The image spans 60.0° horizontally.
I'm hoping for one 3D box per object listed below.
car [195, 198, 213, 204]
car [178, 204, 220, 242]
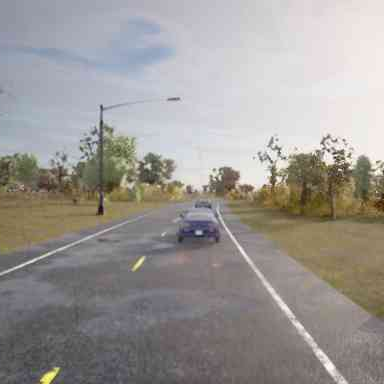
[{"bbox_3d":[1.349,1.477,38.377,2.128,1.511,4.902,0,0,4],"label":"car"},{"bbox_3d":[0.346,1.502,16.018,1.812,1.442,4.674,0,0,1],"label":"car"}]
